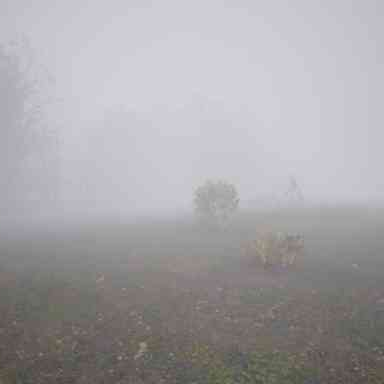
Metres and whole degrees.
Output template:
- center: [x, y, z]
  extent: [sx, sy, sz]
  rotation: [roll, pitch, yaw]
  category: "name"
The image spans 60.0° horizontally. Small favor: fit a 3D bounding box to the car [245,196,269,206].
- center: [8.943, 1.177, 44.214]
  extent: [1.895, 1.301, 4.718]
  rotation: [-1, 0, 35]
  category: "car"
